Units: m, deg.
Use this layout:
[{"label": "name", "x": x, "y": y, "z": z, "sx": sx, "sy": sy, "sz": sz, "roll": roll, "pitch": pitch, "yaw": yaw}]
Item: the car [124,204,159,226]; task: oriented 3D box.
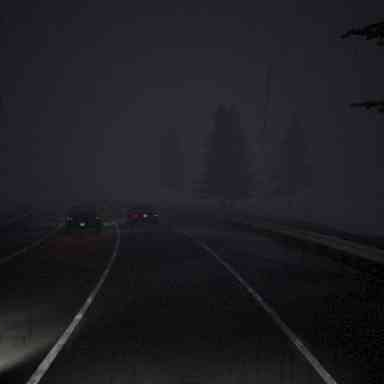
[{"label": "car", "x": -3.574, "y": 1.503, "z": 22.893, "sx": 2.033, "sy": 1.411, "sz": 5.357, "roll": 0, "pitch": 0, "yaw": -16}]

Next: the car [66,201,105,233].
[{"label": "car", "x": -6.251, "y": 1.497, "z": 19.534, "sx": 1.812, "sy": 1.442, "sz": 4.674, "roll": 0, "pitch": 0, "yaw": -14}]

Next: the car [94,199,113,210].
[{"label": "car", "x": -11.242, "y": 1.536, "z": 40.980, "sx": 1.895, "sy": 1.301, "sz": 4.718, "roll": 0, "pitch": 0, "yaw": -29}]
